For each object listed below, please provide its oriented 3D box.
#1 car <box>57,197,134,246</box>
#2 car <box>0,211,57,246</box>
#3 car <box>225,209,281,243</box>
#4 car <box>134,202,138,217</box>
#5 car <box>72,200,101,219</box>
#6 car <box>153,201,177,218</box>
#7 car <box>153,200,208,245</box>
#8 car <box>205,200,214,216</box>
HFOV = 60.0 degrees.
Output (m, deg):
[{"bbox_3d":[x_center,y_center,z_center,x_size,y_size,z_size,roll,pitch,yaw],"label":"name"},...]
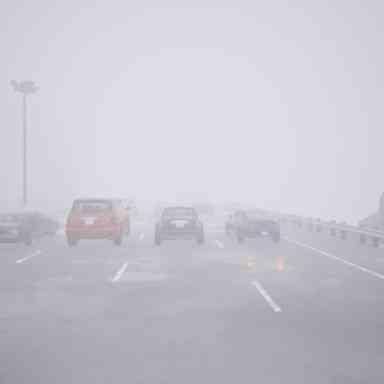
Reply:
[{"bbox_3d":[-4.164,1.258,15.463,2.150,2.045,5.566,0,0,-5],"label":"car"},{"bbox_3d":[-7.650,1.563,15.140,2.033,1.411,5.357,0,0,-5],"label":"car"},{"bbox_3d":[2.814,1.533,16.019,1.812,1.442,4.674,0,0,-5],"label":"car"},{"bbox_3d":[-6.126,1.366,31.005,2.097,1.767,4.553,0,0,-10],"label":"car"},{"bbox_3d":[-9.582,1.516,30.452,1.837,1.490,4.892,0,0,-10],"label":"car"},{"bbox_3d":[-2.685,1.616,31.647,1.895,1.301,4.718,0,0,-10],"label":"car"},{"bbox_3d":[-0.672,1.366,15.696,2.097,1.767,4.553,0,0,-5],"label":"car"},{"bbox_3d":[0.771,1.485,32.200,1.882,1.535,5.008,0,0,-10],"label":"car"}]
